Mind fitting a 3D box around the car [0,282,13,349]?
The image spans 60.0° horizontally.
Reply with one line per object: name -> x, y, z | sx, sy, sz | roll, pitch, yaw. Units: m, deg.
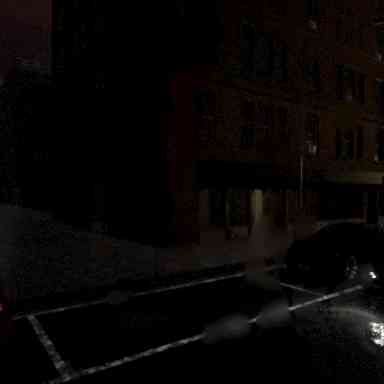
car -> -4.271, 1.576, 3.487 | 4.206, 1.307, 1.802 | 0, 0, -36

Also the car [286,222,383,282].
car -> 4.686, 1.603, 9.876 | 4.313, 1.339, 1.947 | 0, 0, -36

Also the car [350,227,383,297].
car -> 6.097, 1.584, 7.603 | 5.357, 1.411, 2.033 | 0, 0, -35
